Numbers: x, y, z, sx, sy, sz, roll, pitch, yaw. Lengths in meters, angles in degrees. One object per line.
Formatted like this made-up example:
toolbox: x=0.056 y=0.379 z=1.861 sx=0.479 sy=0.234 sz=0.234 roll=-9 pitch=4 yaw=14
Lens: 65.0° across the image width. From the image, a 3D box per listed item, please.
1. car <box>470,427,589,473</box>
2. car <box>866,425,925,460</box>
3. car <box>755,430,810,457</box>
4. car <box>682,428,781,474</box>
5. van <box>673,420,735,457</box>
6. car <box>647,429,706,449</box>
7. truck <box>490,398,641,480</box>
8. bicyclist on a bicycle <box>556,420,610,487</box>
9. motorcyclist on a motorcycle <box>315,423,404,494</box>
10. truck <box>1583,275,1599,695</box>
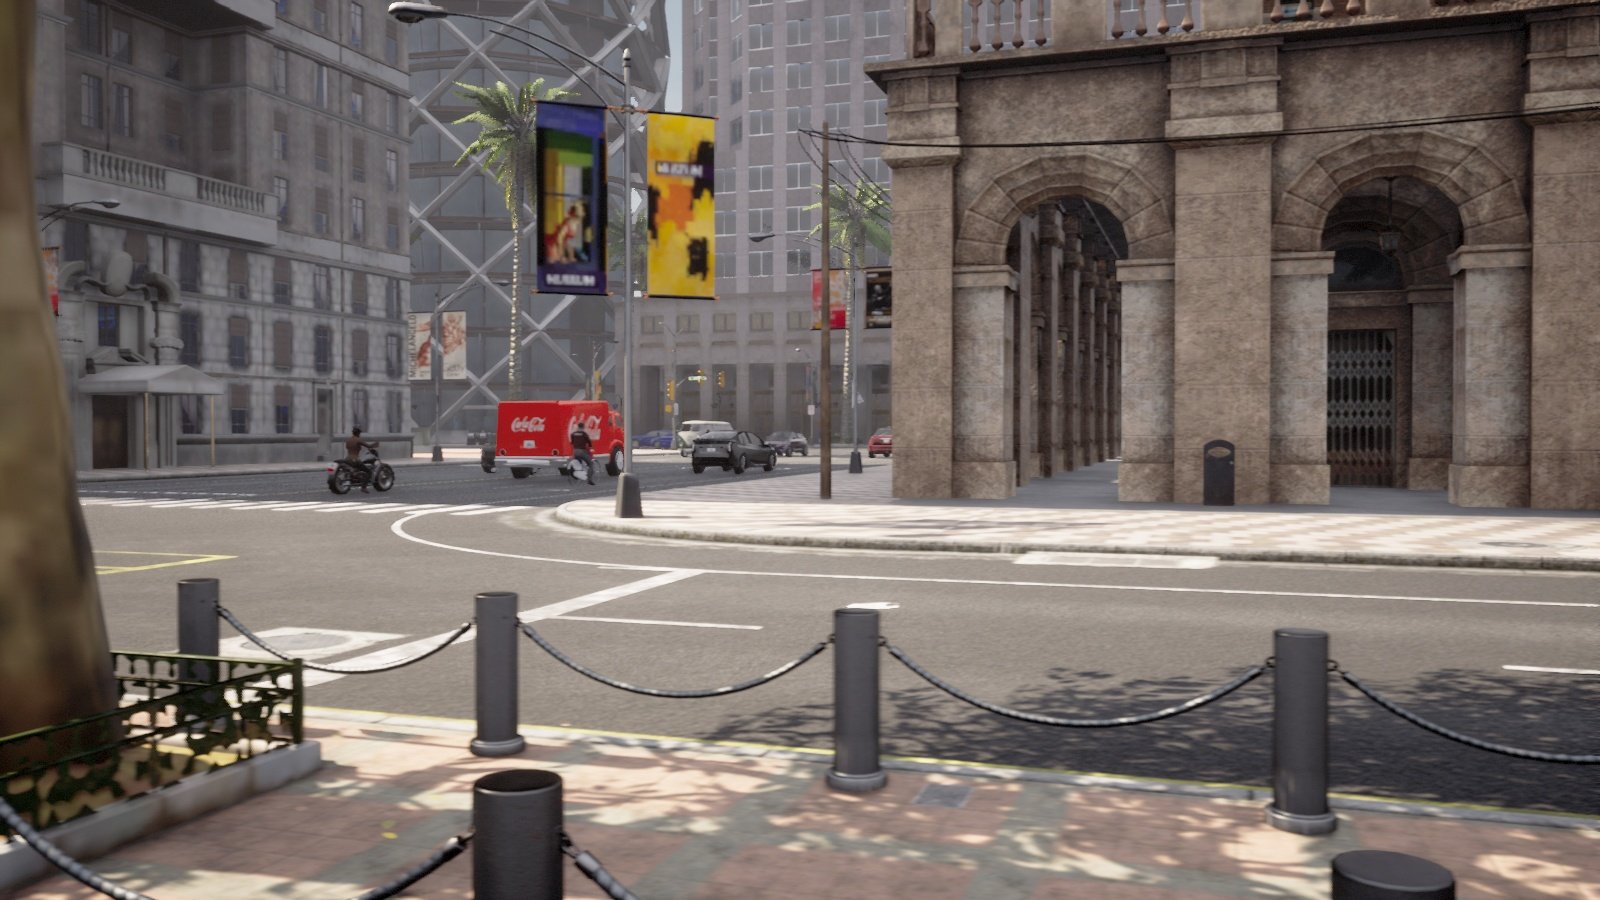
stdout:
car: x=-9.665 y=-0.026 z=45.330 sx=1.882 sy=1.535 sz=5.008 roll=1 pitch=1 yaw=19
car: x=5.154 y=-0.423 z=67.336 sx=2.097 sy=1.767 sz=4.553 roll=1 pitch=1 yaw=19
car: x=-0.959 y=-0.364 z=70.814 sx=1.816 sy=1.474 sz=4.193 roll=1 pitch=1 yaw=19
car: x=-2.381 y=-0.005 z=44.999 sx=2.007 sy=1.525 sz=4.514 roll=1 pitch=1 yaw=18
van: x=-5.234 y=-0.633 z=69.028 sx=1.775 sy=1.987 sz=4.442 roll=1 pitch=1 yaw=19
car: x=-9.558 y=-0.868 z=97.322 sx=4.193 sy=1.474 sz=1.816 roll=1 pitch=1 yaw=19
truck: x=-7.482 y=-0.415 z=40.732 sx=2.627 sy=2.467 sz=5.204 roll=1 pitch=2 yaw=18
bicyclist on a bicycle: x=-5.918 y=0.075 z=34.377 sx=0.659 sy=1.776 sz=1.843 roll=1 pitch=1 yaw=18
motorcyclist on a motorcycle: x=-10.780 y=0.184 z=30.821 sx=0.766 sy=1.649 sz=2.350 roll=1 pitch=1 yaw=18
truck: x=6.818 y=0.272 z=5.523 sx=5.204 sy=2.467 sz=2.627 roll=2 pitch=1 yaw=19
